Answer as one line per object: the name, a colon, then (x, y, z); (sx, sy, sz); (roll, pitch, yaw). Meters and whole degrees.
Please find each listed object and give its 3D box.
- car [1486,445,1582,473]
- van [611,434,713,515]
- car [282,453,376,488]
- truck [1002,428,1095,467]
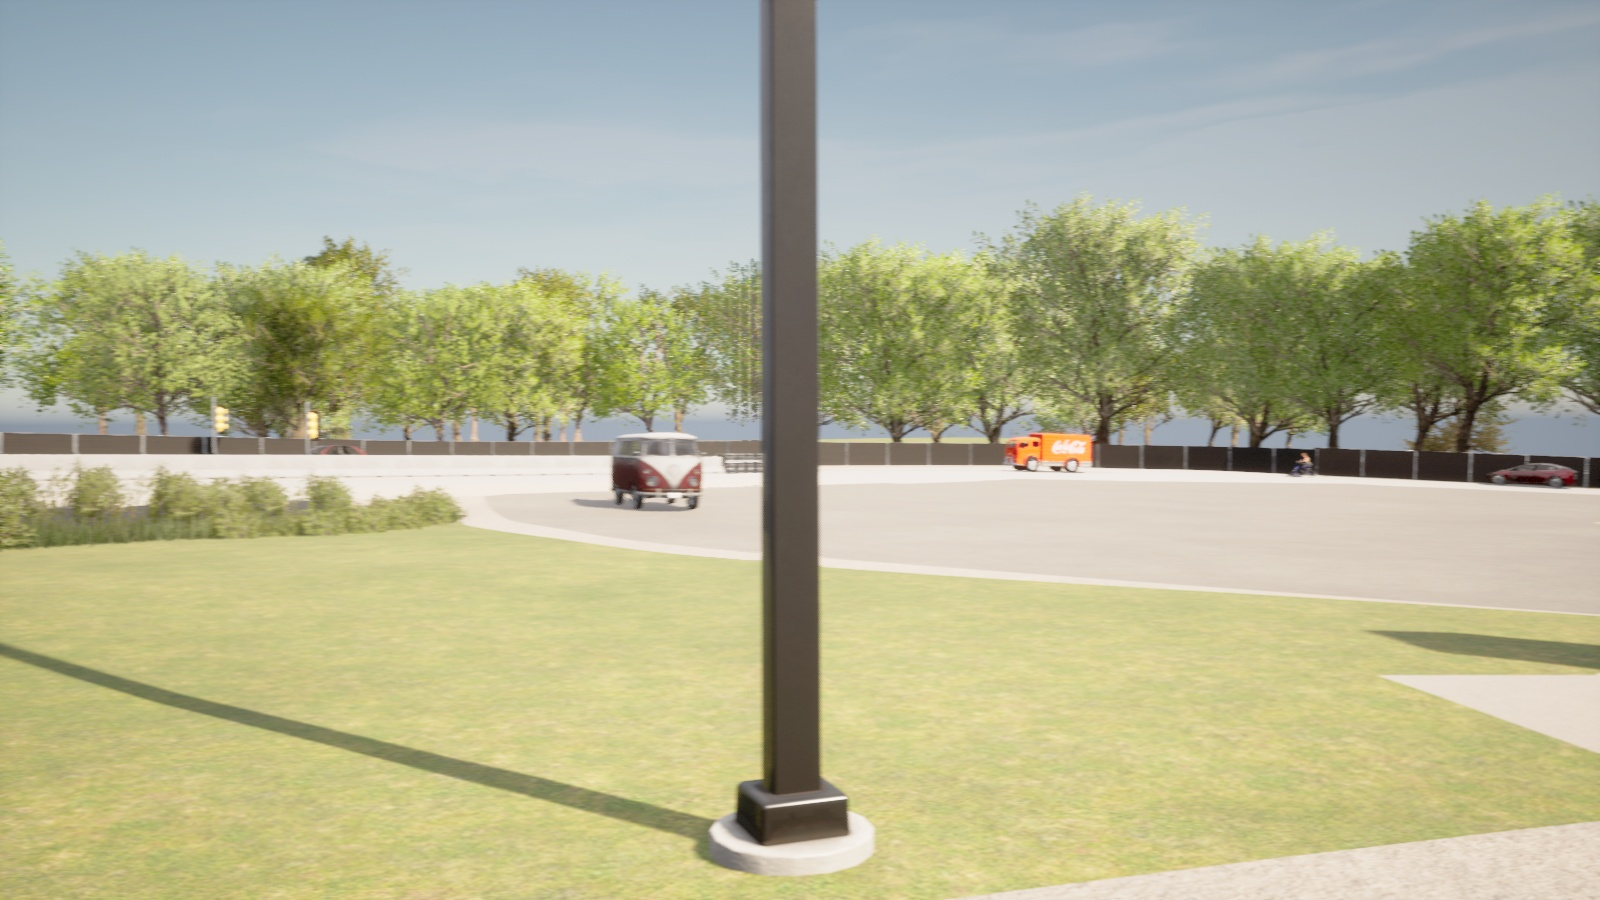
car: (44.770, 0.537, 76.583); (4.792, 1.488, 2.163); (2, 3, 37)
van: (-3.737, 0.610, 33.286); (1.775, 1.987, 4.442); (0, 0, -19)
car: (-23.121, 0.984, 61.770); (1.851, 1.617, 3.988); (-1, 0, 32)
truck: (15.834, -0.175, 80.188); (5.204, 2.467, 2.627); (0, 1, -15)
